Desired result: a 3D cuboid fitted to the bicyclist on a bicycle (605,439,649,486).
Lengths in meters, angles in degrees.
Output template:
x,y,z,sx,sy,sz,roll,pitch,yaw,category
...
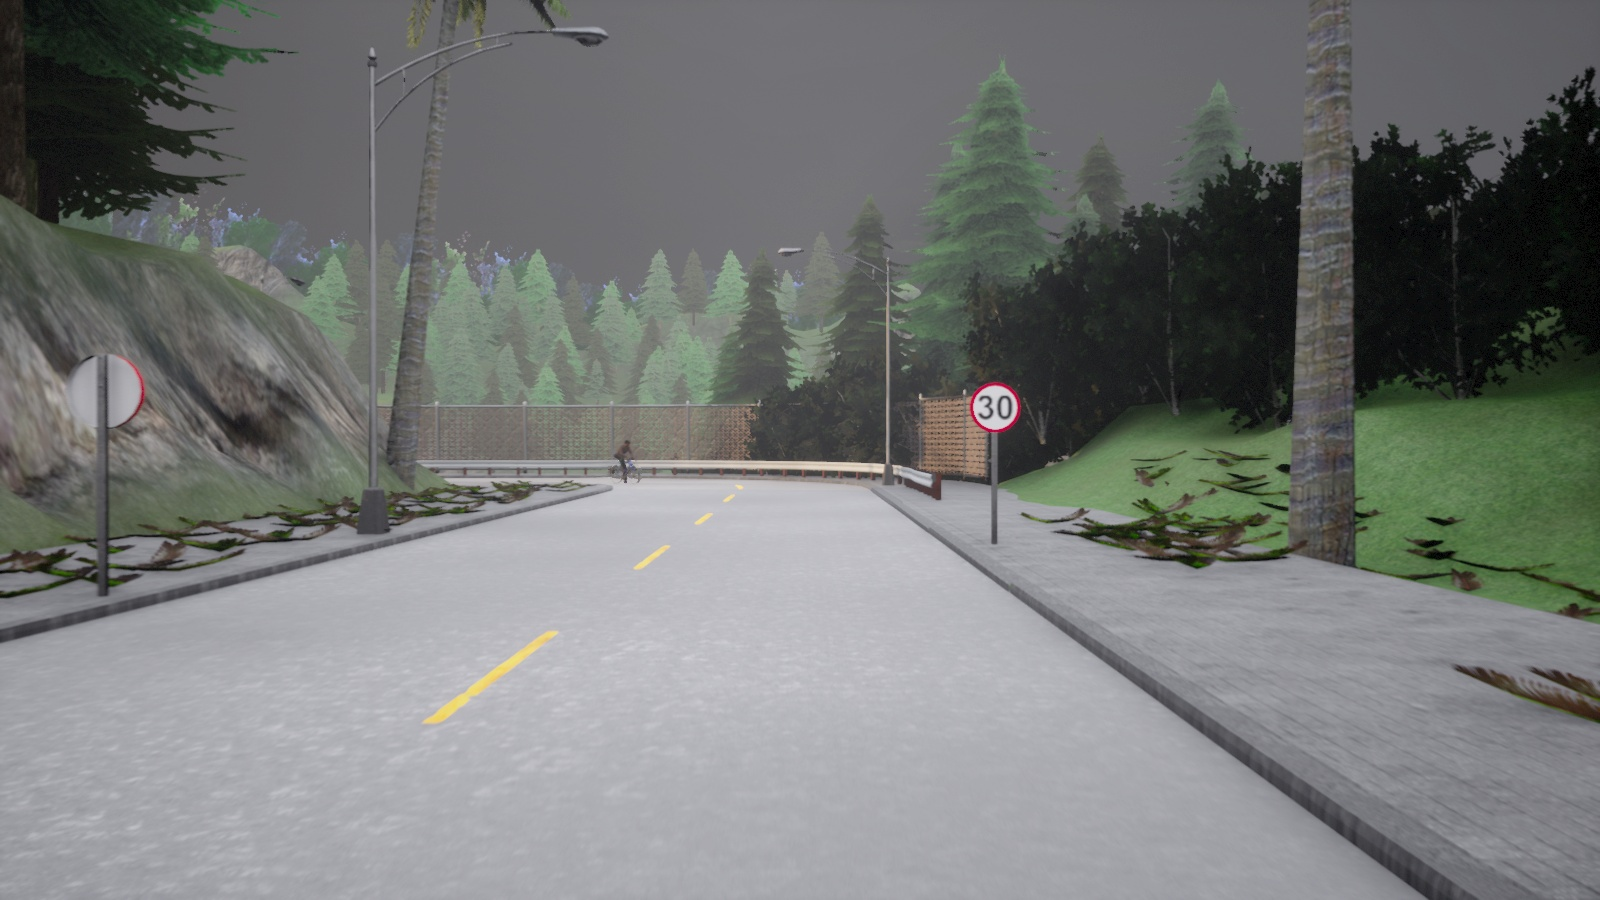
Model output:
x,y,z,sx,sy,sz,roll,pitch,yaw,category
-6.225,0.441,45.109,1.656,1.620,0.582,1,3,42,bicyclist on a bicycle
